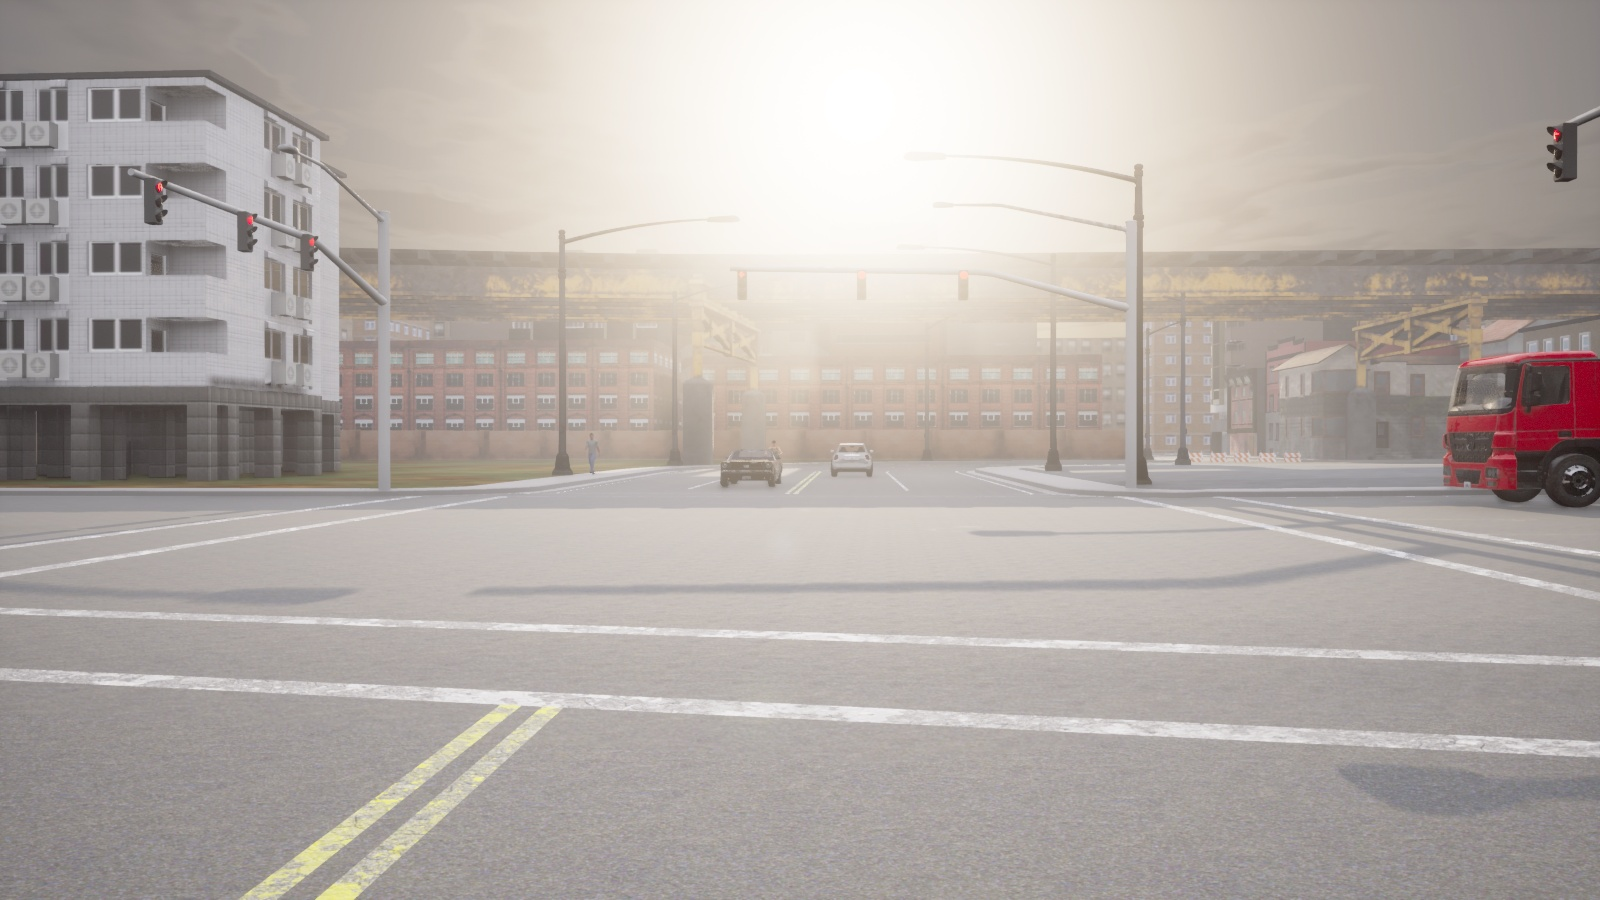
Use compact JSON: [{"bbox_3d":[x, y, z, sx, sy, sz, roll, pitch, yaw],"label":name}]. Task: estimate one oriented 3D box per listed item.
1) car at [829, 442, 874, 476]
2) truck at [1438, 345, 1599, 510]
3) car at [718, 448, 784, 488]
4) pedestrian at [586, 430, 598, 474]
[{"bbox_3d":[2.366,0.390,57.295,1.970,1.475,3.806,0,0,2],"label":"car"},{"bbox_3d":[18.857,-0.511,27.780,7.936,3.462,2.891,-1,0,3],"label":"truck"},{"bbox_3d":[-1.673,0.596,44.241,1.895,1.301,4.718,0,0,3],"label":"car"},{"bbox_3d":[-8.787,0.095,53.041,0.354,1.836,0.706,0,0,4],"label":"pedestrian"}]
